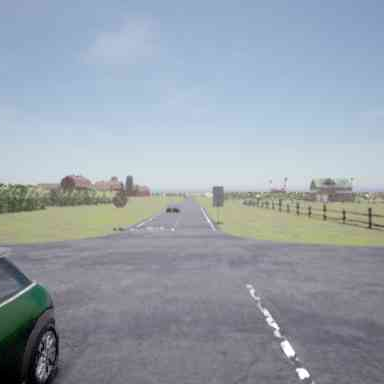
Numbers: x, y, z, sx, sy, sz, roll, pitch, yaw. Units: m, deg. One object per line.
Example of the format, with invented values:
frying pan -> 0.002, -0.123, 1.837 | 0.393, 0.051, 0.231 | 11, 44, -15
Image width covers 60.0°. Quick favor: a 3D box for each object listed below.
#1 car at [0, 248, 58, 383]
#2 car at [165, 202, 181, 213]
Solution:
car -> -2.733, 1.384, 2.276 | 2.097, 1.767, 4.553 | 0, -1, 0
car -> -2.542, 2.050, 45.449 | 2.033, 1.411, 5.357 | 0, -1, 0
